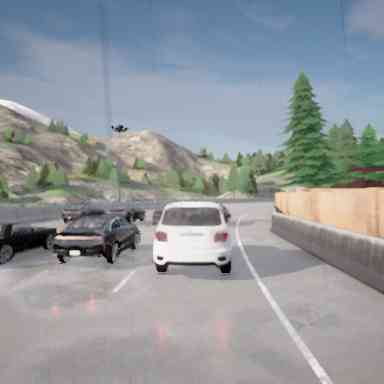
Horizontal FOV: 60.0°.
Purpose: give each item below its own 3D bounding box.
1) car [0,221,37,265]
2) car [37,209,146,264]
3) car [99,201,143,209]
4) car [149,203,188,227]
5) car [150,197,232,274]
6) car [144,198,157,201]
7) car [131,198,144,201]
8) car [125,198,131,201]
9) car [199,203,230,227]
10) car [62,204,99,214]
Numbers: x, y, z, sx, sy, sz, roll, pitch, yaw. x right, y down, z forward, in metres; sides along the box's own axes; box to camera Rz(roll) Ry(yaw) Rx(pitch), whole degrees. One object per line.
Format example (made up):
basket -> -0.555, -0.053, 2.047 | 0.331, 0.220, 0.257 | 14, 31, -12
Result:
car -> -6.784, 1.705, 12.160 | 1.895, 1.301, 4.718 | 0, 0, 4
car -> -3.263, 1.598, 12.233 | 2.128, 1.511, 4.902 | 0, 0, 5
car -> -5.167, 1.719, 26.497 | 2.128, 1.511, 4.902 | 0, 0, 10
car -> -1.704, 1.729, 25.988 | 1.837, 1.490, 4.892 | 0, 0, 10
car -> 0.148, 1.321, 11.135 | 2.150, 2.045, 5.566 | 0, 0, 4
car -> -8.177, 2.115, 75.180 | 1.882, 1.535, 5.008 | 0, -1, 24
car -> -11.232, 2.178, 76.896 | 2.128, 1.511, 4.902 | 0, -1, 24
car -> -14.295, 2.207, 78.614 | 2.033, 1.411, 5.357 | 0, -1, 24
car -> 1.895, 1.701, 26.208 | 1.882, 1.535, 5.008 | 0, 0, 10
car -> -8.631, 1.723, 27.008 | 2.128, 1.511, 4.902 | 0, 0, 10
